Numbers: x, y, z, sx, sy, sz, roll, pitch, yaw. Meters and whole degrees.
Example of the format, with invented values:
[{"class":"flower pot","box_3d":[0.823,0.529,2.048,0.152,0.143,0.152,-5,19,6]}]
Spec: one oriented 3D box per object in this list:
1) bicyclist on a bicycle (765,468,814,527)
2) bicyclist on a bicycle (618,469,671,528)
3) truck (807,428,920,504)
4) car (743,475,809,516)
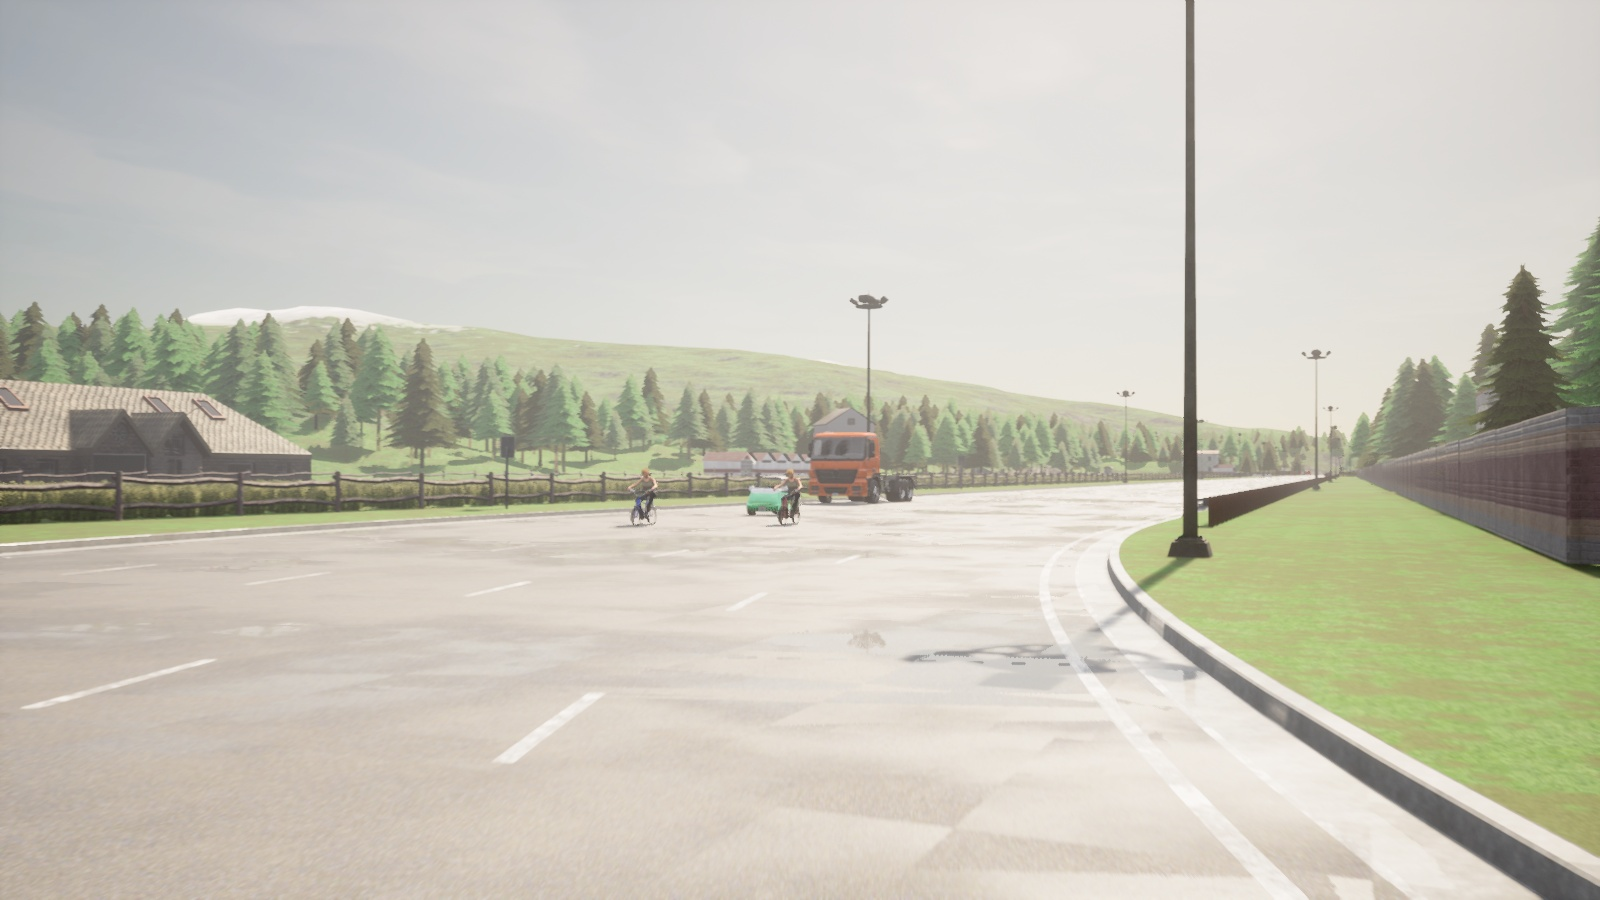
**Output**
[{"class":"bicyclist on a bicycle","box_3d":[-0.288,1.327,35.668,0.866,1.612,1.509,0,-1,22]},{"class":"bicyclist on a bicycle","box_3d":[-4.318,1.328,34.882,0.866,1.612,1.509,0,-1,20]},{"class":"truck","box_3d":[3.253,0.814,61.576,2.891,3.462,7.936,-1,-1,24]},{"class":"car","box_3d":[-0.819,1.573,43.491,1.481,1.376,2.207,-1,-1,24]}]
